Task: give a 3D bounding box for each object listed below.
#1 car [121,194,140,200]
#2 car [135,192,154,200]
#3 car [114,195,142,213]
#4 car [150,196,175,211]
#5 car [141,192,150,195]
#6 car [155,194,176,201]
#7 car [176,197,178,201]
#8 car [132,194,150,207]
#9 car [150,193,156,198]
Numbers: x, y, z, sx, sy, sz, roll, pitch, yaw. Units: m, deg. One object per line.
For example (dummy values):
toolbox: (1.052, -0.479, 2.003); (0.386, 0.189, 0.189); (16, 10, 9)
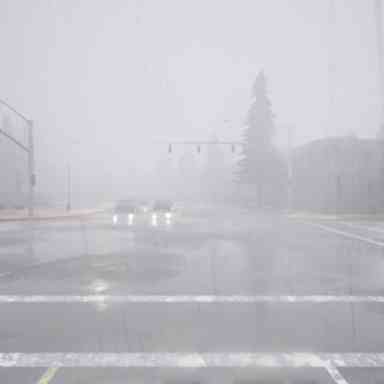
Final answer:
car: (-14.098, 1.148, 76.159); (4.718, 1.301, 1.895); (0, 0, 43)
car: (-11.257, 0.856, 78.282); (4.553, 1.767, 2.097); (0, 0, 43)
car: (-6.730, 1.350, 34.507); (1.837, 1.490, 4.892); (0, 0, -1)
car: (-3.241, 1.435, 37.052); (1.895, 1.301, 4.718); (0, 0, -1)
car: (-11.146, 1.246, 67.359); (2.033, 1.411, 5.357); (0, 0, -35)
car: (-3.936, 1.261, 48.503); (1.882, 1.535, 5.008); (0, 0, -9)
car: (-4.880, 1.279, 70.588); (1.895, 1.301, 4.718); (0, 0, -35)
car: (-7.166, 1.358, 46.091); (1.994, 1.385, 4.181); (0, 0, -6)
car: (-7.551, 1.172, 68.291); (1.882, 1.535, 5.008); (0, 0, -35)
